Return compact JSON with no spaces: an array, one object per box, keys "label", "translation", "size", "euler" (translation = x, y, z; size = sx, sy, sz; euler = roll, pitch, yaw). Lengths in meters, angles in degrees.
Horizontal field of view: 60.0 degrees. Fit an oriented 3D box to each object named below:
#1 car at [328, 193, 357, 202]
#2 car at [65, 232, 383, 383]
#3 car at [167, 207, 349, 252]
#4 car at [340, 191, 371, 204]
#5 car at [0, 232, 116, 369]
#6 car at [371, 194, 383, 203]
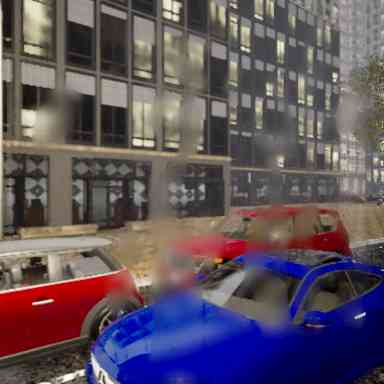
[{"label":"car","translation":[26.804,0.965,59.337],"size":[1.802,1.307,4.206],"euler":[1,0,-36]},{"label":"car","translation":[1.105,1.524,4.167],"size":[4.674,1.442,1.812],"euler":[0,0,-35]},{"label":"car","translation":[1.727,1.313,7.793],"size":[5.009,1.841,2.192],"euler":[0,0,-35]},{"label":"car","translation":[23.362,0.831,49.848],"size":[2.192,1.841,5.009],"euler":[1,0,-36]},{"label":"car","translation":[-2.793,1.440,4.570],"size":[4.097,1.590,1.967],"euler":[0,0,-35]},{"label":"car","translation":[30.119,1.054,54.799],"size":[1.947,1.339,4.313],"euler":[1,0,-36]}]
